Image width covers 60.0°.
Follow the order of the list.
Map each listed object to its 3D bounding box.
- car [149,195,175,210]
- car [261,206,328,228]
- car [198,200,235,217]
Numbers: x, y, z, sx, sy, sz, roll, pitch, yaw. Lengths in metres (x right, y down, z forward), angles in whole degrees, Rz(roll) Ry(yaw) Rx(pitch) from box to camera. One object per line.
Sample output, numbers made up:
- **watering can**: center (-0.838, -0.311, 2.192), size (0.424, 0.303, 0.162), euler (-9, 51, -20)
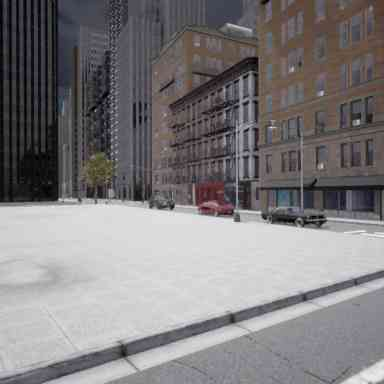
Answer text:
- **car**: center (-4.271, 1.436, 46.046), size (2.150, 2.045, 5.566), euler (0, 0, -26)
- **car**: center (6.993, 1.676, 23.115), size (1.895, 1.301, 4.718), euler (0, 0, -26)
- **car**: center (2.326, 1.608, 32.590), size (1.882, 1.535, 5.008), euler (0, 0, -26)
